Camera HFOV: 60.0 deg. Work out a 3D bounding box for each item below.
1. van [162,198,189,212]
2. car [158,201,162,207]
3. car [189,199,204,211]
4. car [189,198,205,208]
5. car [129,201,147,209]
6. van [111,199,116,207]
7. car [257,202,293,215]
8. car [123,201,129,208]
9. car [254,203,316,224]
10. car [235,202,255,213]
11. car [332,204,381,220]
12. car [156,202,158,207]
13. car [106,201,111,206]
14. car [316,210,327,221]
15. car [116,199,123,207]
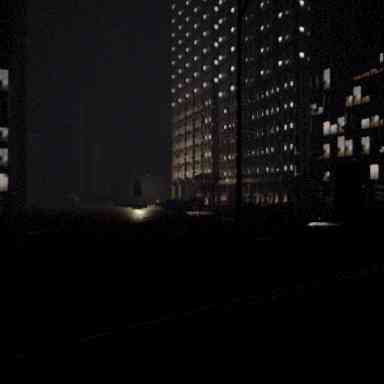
[{"bbox_3d":[-2.372,1.942,47.050,1.690,1.788,3.998,-1,-1,-26],"label":"van"},{"bbox_3d":[-4.298,2.385,64.249,1.882,1.535,5.008,0,-1,-26],"label":"car"},{"bbox_3d":[-0.657,2.126,49.560,2.128,1.511,4.902,0,-1,-25],"label":"car"},{"bbox_3d":[0.200,1.945,54.996,2.150,2.045,5.566,0,-1,-25],"label":"car"},{"bbox_3d":[-9.668,2.453,62.259,2.008,1.369,4.403,-1,-1,-26],"label":"car"},{"bbox_3d":[-16.971,2.552,77.473,1.690,1.788,3.998,-1,-1,-26],"label":"van"},{"bbox_3d":[10.054,1.992,40.532,1.947,1.339,4.313,-1,-1,-26],"label":"car"},{"bbox_3d":[-12.028,2.526,67.178,1.752,1.417,4.829,-1,-1,-26],"label":"car"},{"bbox_3d":[7.366,1.763,26.764,2.008,1.369,4.403,-1,-1,-26],"label":"car"},{"bbox_3d":[7.621,2.090,45.602,1.947,1.339,4.313,-1,-1,-26],"label":"car"},{"bbox_3d":[14.921,1.785,30.390,2.008,1.369,4.403,-1,-1,-26],"label":"car"},{"bbox_3d":[-6.978,2.711,76.026,1.802,1.307,4.206,-1,-1,-26],"label":"car"},{"bbox_3d":[-21.834,2.965,87.612,1.887,1.381,4.507,-1,-1,-26],"label":"car"},{"bbox_3d":[9.113,1.789,29.135,2.033,1.411,5.357,0,-1,-26],"label":"car"},{"bbox_3d":[-14.534,2.652,72.401,1.887,1.381,4.507,-1,-1,-26],"label":"car"}]
